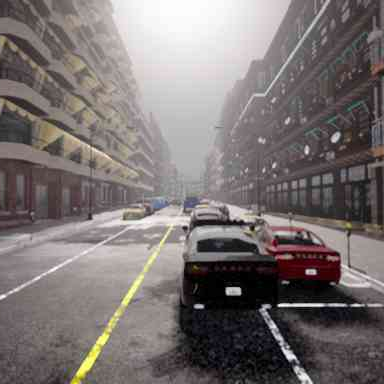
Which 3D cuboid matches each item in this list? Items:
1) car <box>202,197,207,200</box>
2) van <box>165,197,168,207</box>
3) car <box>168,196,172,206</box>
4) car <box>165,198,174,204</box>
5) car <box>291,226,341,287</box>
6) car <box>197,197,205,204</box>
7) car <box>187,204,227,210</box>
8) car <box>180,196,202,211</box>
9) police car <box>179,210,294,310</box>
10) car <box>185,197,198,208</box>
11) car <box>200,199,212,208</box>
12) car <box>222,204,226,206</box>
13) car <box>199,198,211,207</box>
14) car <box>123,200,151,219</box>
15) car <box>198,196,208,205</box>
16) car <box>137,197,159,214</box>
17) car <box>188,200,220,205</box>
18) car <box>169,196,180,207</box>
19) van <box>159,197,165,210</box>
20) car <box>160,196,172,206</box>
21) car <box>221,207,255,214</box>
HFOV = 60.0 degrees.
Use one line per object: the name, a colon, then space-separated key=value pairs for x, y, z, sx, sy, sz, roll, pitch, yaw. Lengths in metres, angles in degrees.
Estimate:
car: x=2.494 y=1.969 z=53.649 sx=1.887 sy=1.381 sz=4.507 roll=1 pitch=-1 yaw=0
van: x=-5.382 y=1.767 z=53.699 sx=1.690 sy=1.788 sz=3.998 roll=1 pitch=-1 yaw=0
car: x=-5.400 y=1.848 z=64.759 sx=2.192 sy=1.841 sz=5.009 roll=1 pitch=-1 yaw=0
car: x=-5.434 y=2.267 z=81.349 sx=1.947 sy=1.339 sz=4.313 roll=1 pitch=-1 yaw=0
car: x=2.569 y=1.609 z=9.404 sx=1.887 sy=1.381 sz=4.507 roll=1 pitch=0 yaw=0
car: x=2.405 y=2.201 z=86.835 sx=1.967 sy=1.590 sz=4.097 roll=1 pitch=-1 yaw=0
car: x=0.795 y=1.633 z=18.072 sx=1.837 sy=1.490 sz=4.892 roll=0 pitch=0 yaw=0
car: x=-0.072 y=1.567 z=44.893 sx=2.150 sy=2.045 sz=5.566 roll=0 pitch=0 yaw=0
police car: x=0.701 y=1.481 z=8.179 sx=1.930 sy=1.638 sz=5.238 roll=0 pitch=0 yaw=0
car: x=-0.100 y=1.833 z=59.585 sx=2.097 sy=1.767 sz=4.553 roll=0 pitch=-1 yaw=0
car: x=2.485 y=2.022 z=59.179 sx=1.887 sy=1.381 sz=4.507 roll=1 pitch=-1 yaw=0
car: x=2.532 y=1.779 z=31.526 sx=1.887 sy=1.381 sz=4.507 roll=1 pitch=0 yaw=0
car: x=2.485 y=1.971 z=64.711 sx=1.967 sy=1.590 sz=4.097 roll=1 pitch=-1 yaw=0
car: x=-5.348 y=1.759 z=31.406 sx=1.752 sy=1.417 sz=4.829 roll=2 pitch=0 yaw=0
car: x=2.427 y=1.957 z=75.774 sx=2.192 sy=1.841 sz=5.009 roll=1 pitch=-1 yaw=0
car: x=-5.352 y=1.595 z=37.109 sx=2.192 sy=1.841 sz=5.009 roll=2 pitch=0 yaw=0
car: x=0.785 y=1.631 z=24.264 sx=1.801 sy=1.575 sz=5.366 roll=0 pitch=0 yaw=0
car: x=-2.858 y=2.028 z=63.892 sx=1.837 sy=1.490 sz=4.892 roll=0 pitch=-1 yaw=0
van: x=-5.371 y=1.716 z=48.167 sx=1.690 sy=1.788 sz=3.998 roll=2 pitch=0 yaw=0
car: x=-5.409 y=1.903 z=70.289 sx=2.192 sy=1.841 sz=5.009 roll=1 pitch=-1 yaw=0
car: x=2.560 y=1.631 z=15.106 sx=1.752 sy=1.417 sz=4.829 roll=1 pitch=0 yaw=0
